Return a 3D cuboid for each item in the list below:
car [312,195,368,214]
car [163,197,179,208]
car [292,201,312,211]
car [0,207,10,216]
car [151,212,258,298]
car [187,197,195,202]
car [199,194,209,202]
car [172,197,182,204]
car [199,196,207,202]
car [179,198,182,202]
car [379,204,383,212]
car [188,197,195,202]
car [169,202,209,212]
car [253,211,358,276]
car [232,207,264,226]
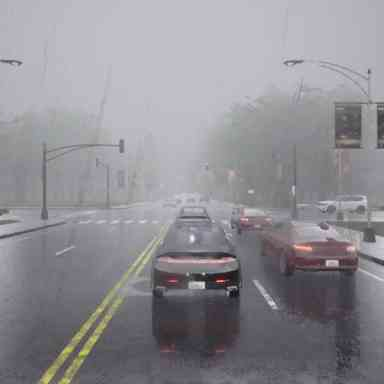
[{"bbox_3d":[17.031,1.398,37.607,5.566,2.045,2.150,0,0,-1],"label":"car"},{"bbox_3d":[-3.448,1.758,52.051,1.895,1.301,4.718,0,0,0],"label":"car"},{"bbox_3d":[14.784,1.771,40.828,4.718,1.301,1.895,0,0,0],"label":"car"},{"bbox_3d":[-19.815,1.550,30.550,5.357,1.411,2.033,0,0,-1],"label":"car"},{"bbox_3d":[0.083,1.496,8.498,2.128,1.511,4.902,0,0,0],"label":"car"},{"bbox_3d":[-0.166,1.890,82.541,1.882,1.535,5.008,0,-1,0],"label":"car"},{"bbox_3d":[3.084,1.639,82.614,2.150,2.045,5.566,0,-1,0],"label":"car"},{"bbox_3d":[-3.405,1.899,76.119,1.994,1.385,4.181,0,-1,0],"label":"car"},{"bbox_3d":[3.061,1.949,93.002,2.033,1.411,5.357,0,-1,0],"label":"car"},{"bbox_3d":[-3.419,1.719,63.554,2.128,1.511,4.902,0,0,1],"label":"car"},{"bbox_3d":[25.768,1.704,40.938,5.008,1.535,1.882,-1,0,-1],"label":"car"},{"bbox_3d":[-0.189,1.962,92.995,1.994,1.385,4.181,0,-1,0],"label":"car"},{"bbox_3d":[0.065,1.517,17.906,2.128,1.511,4.902,0,0,0],"label":"car"},{"bbox_3d":[3.326,1.532,10.219,1.812,1.442,4.674,0,0,0],"label":"car"},{"bbox_3d":[3.322,1.554,19.027,1.812,1.442,4.674,0,0,1],"label":"car"}]
